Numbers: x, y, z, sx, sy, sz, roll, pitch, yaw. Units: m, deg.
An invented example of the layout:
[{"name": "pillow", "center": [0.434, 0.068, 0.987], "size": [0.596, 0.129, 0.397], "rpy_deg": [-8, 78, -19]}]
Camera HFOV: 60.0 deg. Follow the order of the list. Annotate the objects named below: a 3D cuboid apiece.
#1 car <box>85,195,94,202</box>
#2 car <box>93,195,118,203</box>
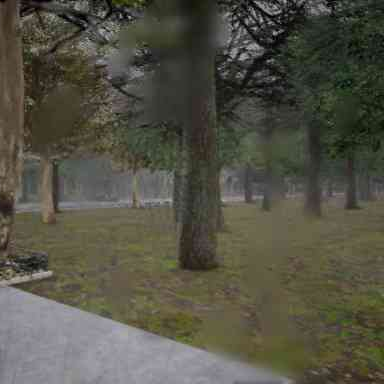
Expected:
[{"name": "car", "center": [-19.482, 1.296, 67.937], "size": [1.837, 1.490, 4.892], "rpy_deg": [1, 1, 35]}, {"name": "car", "center": [-16.763, 1.371, 66.157], "size": [1.994, 1.385, 4.181], "rpy_deg": [1, 1, 35]}]
